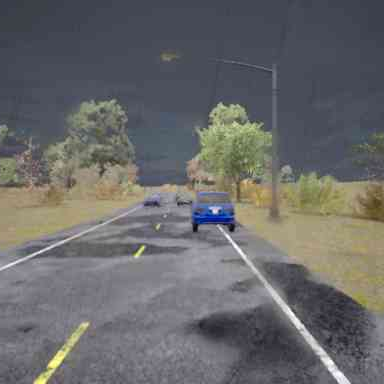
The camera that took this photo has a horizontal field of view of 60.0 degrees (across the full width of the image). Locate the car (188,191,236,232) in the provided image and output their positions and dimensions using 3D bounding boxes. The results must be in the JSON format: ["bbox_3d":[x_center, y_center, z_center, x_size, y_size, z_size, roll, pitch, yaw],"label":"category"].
[{"bbox_3d":[1.047,0.971,18.410,2.150,2.045,5.566,0,1,-1],"label":"car"}]

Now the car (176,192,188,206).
[{"bbox_3d":[-0.928,0.972,42.590,1.994,1.385,4.181,0,1,-2],"label":"car"}]

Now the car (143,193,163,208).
[{"bbox_3d":[-4.337,1.093,37.224,1.895,1.301,4.718,0,1,-2],"label":"car"}]

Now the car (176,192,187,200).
[{"bbox_3d":[-1.955,0.701,60.980,1.994,1.385,4.181,0,1,-3],"label":"car"}]

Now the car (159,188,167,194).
[{"bbox_3d":[-6.857,-0.146,78.574,2.097,1.767,4.553,0,1,-5],"label":"car"}]
